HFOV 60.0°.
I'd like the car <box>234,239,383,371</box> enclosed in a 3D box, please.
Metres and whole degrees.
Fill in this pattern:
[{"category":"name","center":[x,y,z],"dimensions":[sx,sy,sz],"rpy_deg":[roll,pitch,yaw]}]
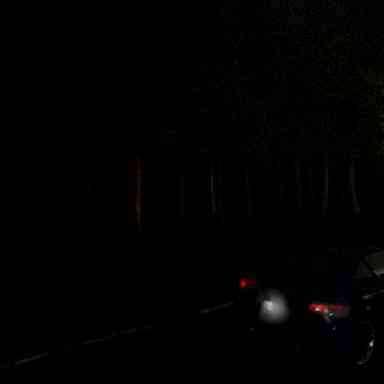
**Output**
[{"category":"car","center":[2.729,1.523,5.687],"dimensions":[4.181,1.385,1.994],"rpy_deg":[-1,0,-35]}]
